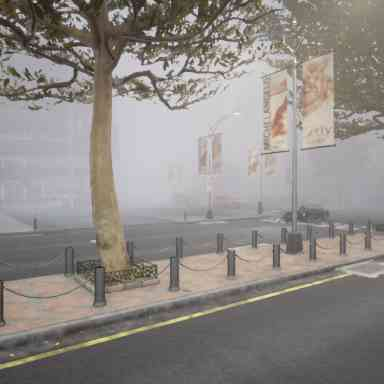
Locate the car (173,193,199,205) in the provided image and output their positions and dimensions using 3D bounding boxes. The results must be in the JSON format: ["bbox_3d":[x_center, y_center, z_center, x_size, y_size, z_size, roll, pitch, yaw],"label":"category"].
[{"bbox_3d":[-0.698,1.352,56.748,2.097,1.767,4.553,0,0,-35],"label":"car"}]

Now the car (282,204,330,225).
[{"bbox_3d":[8.490,1.601,24.610,1.895,1.301,4.718,0,0,42],"label":"car"}]

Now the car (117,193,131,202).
[{"bbox_3d":[-14.664,1.215,74.701,5.566,2.045,2.150,0,0,26],"label":"car"}]

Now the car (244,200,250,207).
[{"bbox_3d":[7.006,1.526,52.059,1.812,1.442,4.674,0,0,-36],"label":"car"}]

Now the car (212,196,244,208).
[{"bbox_3d":[4.943,1.352,48.914,2.097,1.767,4.553,0,0,-35],"label":"car"}]

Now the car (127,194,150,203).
[{"bbox_3d":[-10.613,1.560,68.133,4.181,1.385,1.994,0,0,38],"label":"car"}]

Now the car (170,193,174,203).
[{"bbox_3d":[-2.098,1.223,64.502,2.150,2.045,5.566,0,0,-39],"label":"car"}]
